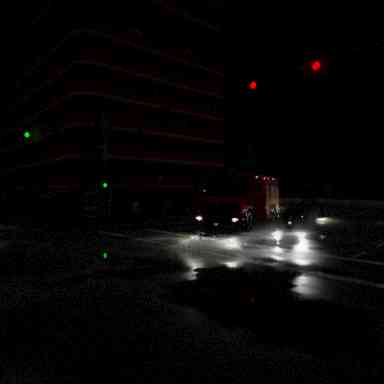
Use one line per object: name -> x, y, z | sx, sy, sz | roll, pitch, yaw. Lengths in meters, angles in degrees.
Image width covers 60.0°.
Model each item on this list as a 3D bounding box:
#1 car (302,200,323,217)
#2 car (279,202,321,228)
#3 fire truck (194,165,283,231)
car -> 11.067, 1.455, 31.100 | 1.882, 1.535, 5.008 | 0, 0, 16
car -> 7.034, 1.575, 22.158 | 1.895, 1.301, 4.718 | 0, 0, 30
fire truck -> 3.327, 0.328, 21.925 | 2.891, 3.827, 8.468 | 0, 0, 29
